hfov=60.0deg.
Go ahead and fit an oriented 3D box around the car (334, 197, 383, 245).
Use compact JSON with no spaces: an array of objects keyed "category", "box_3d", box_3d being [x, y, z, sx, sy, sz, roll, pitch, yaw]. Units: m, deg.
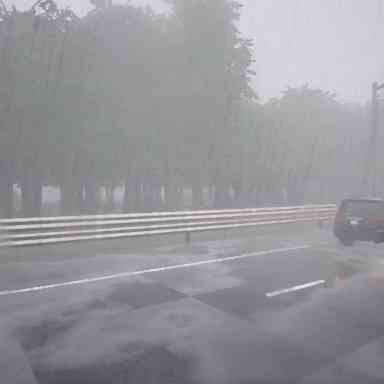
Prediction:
[{"category":"car","box_3d":[8.290,1.230,14.081,5.566,2.045,2.150,0,0,-35]}]
